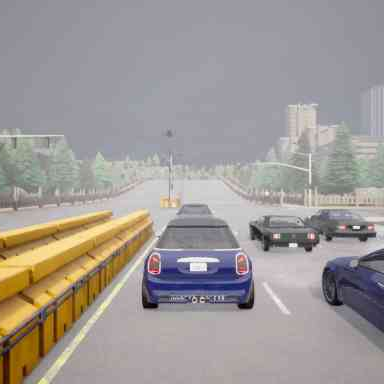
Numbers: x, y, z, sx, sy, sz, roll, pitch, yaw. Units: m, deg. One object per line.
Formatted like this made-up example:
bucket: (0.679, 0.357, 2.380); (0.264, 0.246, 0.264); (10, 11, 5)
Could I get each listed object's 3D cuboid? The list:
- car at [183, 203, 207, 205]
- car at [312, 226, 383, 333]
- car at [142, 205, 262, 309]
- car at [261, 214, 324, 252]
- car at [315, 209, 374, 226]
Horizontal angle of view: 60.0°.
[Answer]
car: (0.135, 1.352, 16.968); (2.097, 1.767, 4.553); (0, 0, 0)
car: (3.614, 1.526, 5.063); (1.812, 1.442, 4.674); (0, 0, 0)
car: (0.117, 1.352, 8.032); (2.097, 1.767, 4.553); (0, 0, 0)
car: (3.626, 1.601, 14.003); (1.895, 1.301, 4.718); (0, 0, 1)
car: (7.111, 1.547, 16.577); (2.033, 1.411, 5.357); (0, 0, 4)
